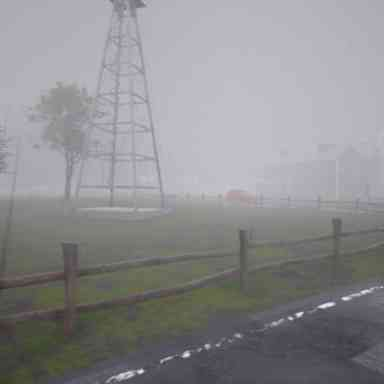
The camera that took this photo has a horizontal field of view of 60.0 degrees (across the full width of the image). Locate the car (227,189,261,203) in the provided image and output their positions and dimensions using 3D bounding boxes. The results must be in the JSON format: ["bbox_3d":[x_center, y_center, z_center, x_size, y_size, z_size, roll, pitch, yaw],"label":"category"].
[{"bbox_3d":[7.271,0.636,46.671,2.150,2.045,5.566,1,0,-35],"label":"car"}]

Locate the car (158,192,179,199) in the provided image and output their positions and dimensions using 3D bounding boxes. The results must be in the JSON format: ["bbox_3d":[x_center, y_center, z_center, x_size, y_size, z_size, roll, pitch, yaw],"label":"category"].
[{"bbox_3d":[-4.613,0.708,63.578,2.033,1.411,5.357,1,0,-35],"label":"car"}]
